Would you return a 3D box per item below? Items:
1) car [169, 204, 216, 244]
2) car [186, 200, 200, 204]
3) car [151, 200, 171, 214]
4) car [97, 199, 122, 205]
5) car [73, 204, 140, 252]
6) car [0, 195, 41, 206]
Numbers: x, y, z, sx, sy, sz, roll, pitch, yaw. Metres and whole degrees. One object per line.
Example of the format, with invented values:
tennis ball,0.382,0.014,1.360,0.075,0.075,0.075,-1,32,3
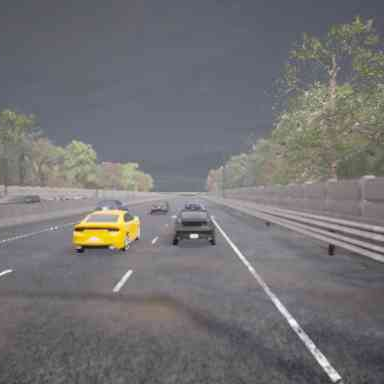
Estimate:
car,0.086,1.543,15.934,1.837,1.490,4.892,0,0,0
car,0.074,1.712,42.033,1.895,1.301,4.718,0,0,0
car,-3.427,1.641,36.953,2.033,1.411,5.357,0,0,0
car,-6.919,1.420,28.674,2.097,1.767,4.553,0,0,0
car,-3.408,1.509,14.115,1.882,1.535,5.008,0,0,0
car,-17.592,1.302,34.321,2.150,2.045,5.566,0,0,0
